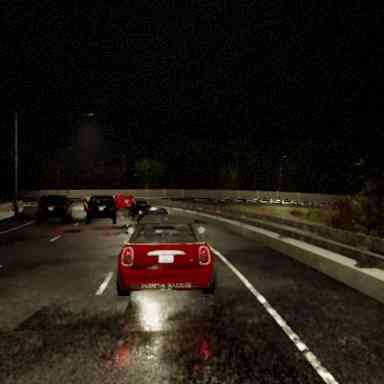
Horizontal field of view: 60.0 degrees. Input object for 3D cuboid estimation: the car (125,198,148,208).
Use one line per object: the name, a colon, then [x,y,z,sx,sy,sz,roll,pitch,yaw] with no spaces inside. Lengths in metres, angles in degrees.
car: [-4.919,1.567,31.256,1.837,1.490,4.892,0,-1,-17]

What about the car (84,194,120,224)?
car: [-6.995,1.282,25.811,2.150,2.045,5.566,0,0,-14]

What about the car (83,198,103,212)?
car: [-12.610,1.576,42.181,1.882,1.535,5.008,0,0,-23]

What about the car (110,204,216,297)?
car: [-0.673,1.371,8.849,2.097,1.767,4.553,0,0,-4]

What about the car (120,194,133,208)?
car: [-8.730,1.315,42.030,2.150,2.045,5.566,0,0,-22]

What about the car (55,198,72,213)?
car: [-15.879,1.609,40.932,1.837,1.490,4.892,0,0,-23]

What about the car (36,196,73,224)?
car: [-10.661,1.289,26.092,2.150,2.045,5.566,0,0,-15]
